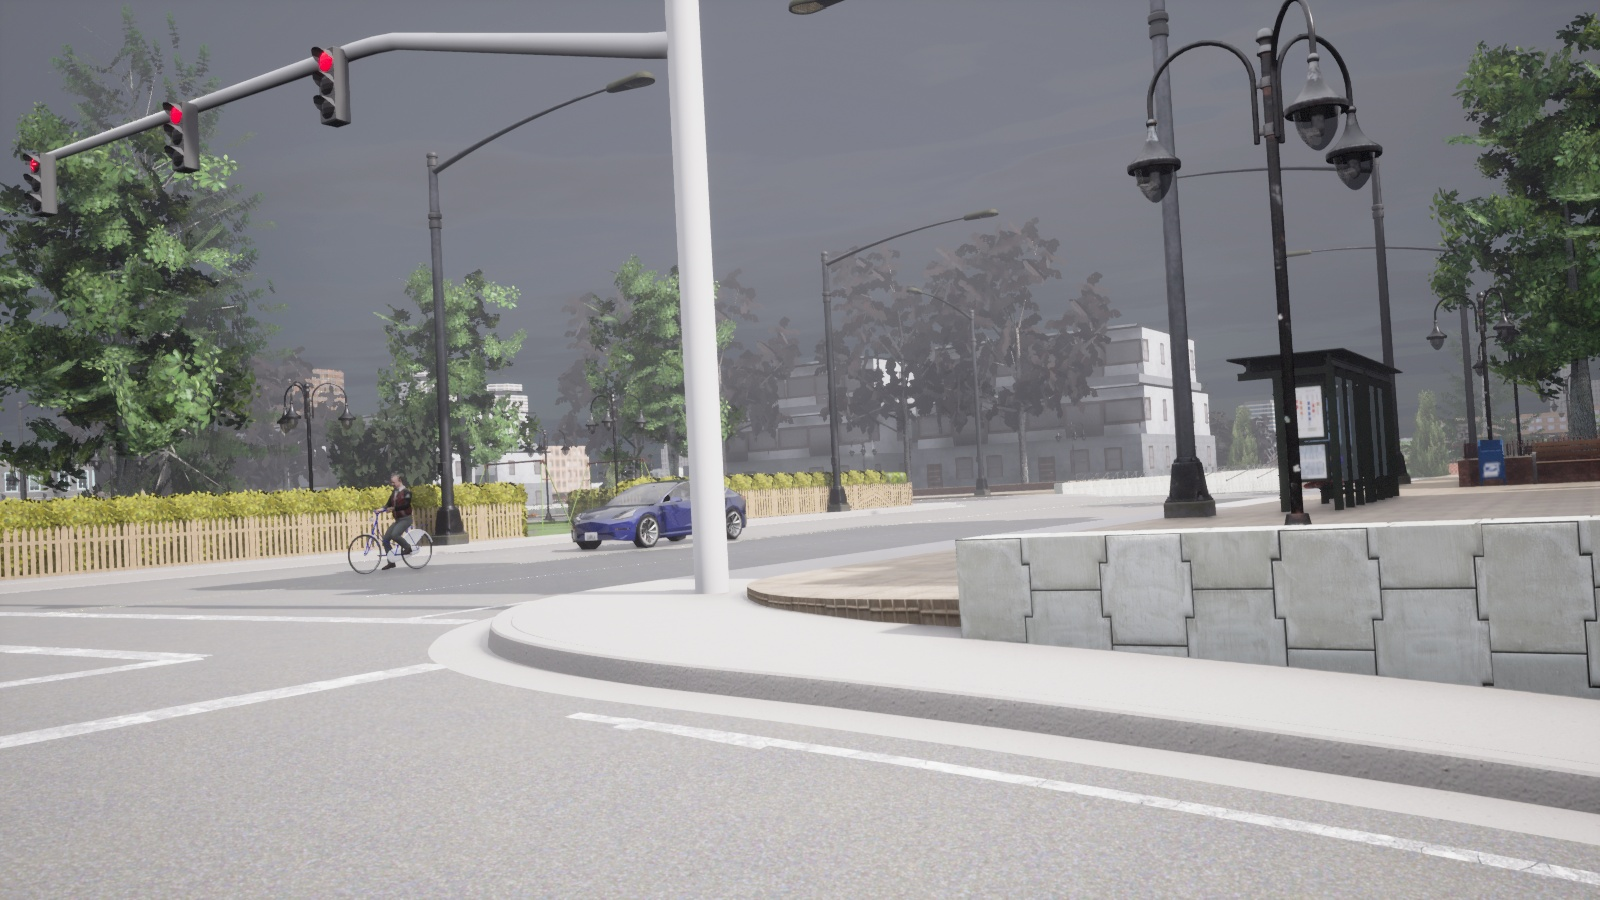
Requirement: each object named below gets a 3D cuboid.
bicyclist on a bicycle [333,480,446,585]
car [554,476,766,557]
[{"bbox_3d":[-7.417,1.470,22.765,0.659,1.776,1.843,-5,-2,34],"label":"bicyclist on a bicycle"},{"bbox_3d":[-3.124,1.490,29.020,2.163,1.488,4.792,-5,-2,34],"label":"car"}]
